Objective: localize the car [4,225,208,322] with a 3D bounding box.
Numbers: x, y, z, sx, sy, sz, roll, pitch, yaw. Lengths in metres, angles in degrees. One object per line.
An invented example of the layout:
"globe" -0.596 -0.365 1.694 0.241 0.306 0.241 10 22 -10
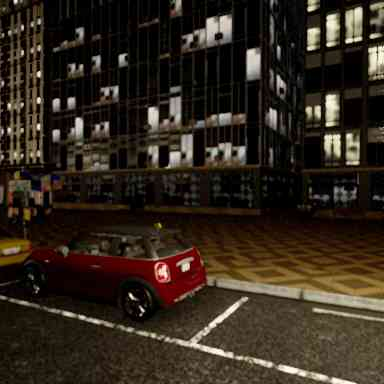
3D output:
"car" -1.819 1.441 7.219 4.097 1.590 1.967 0 0 29

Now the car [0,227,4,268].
"car" -6.822 1.526 9.945 4.829 1.417 1.752 0 0 29
